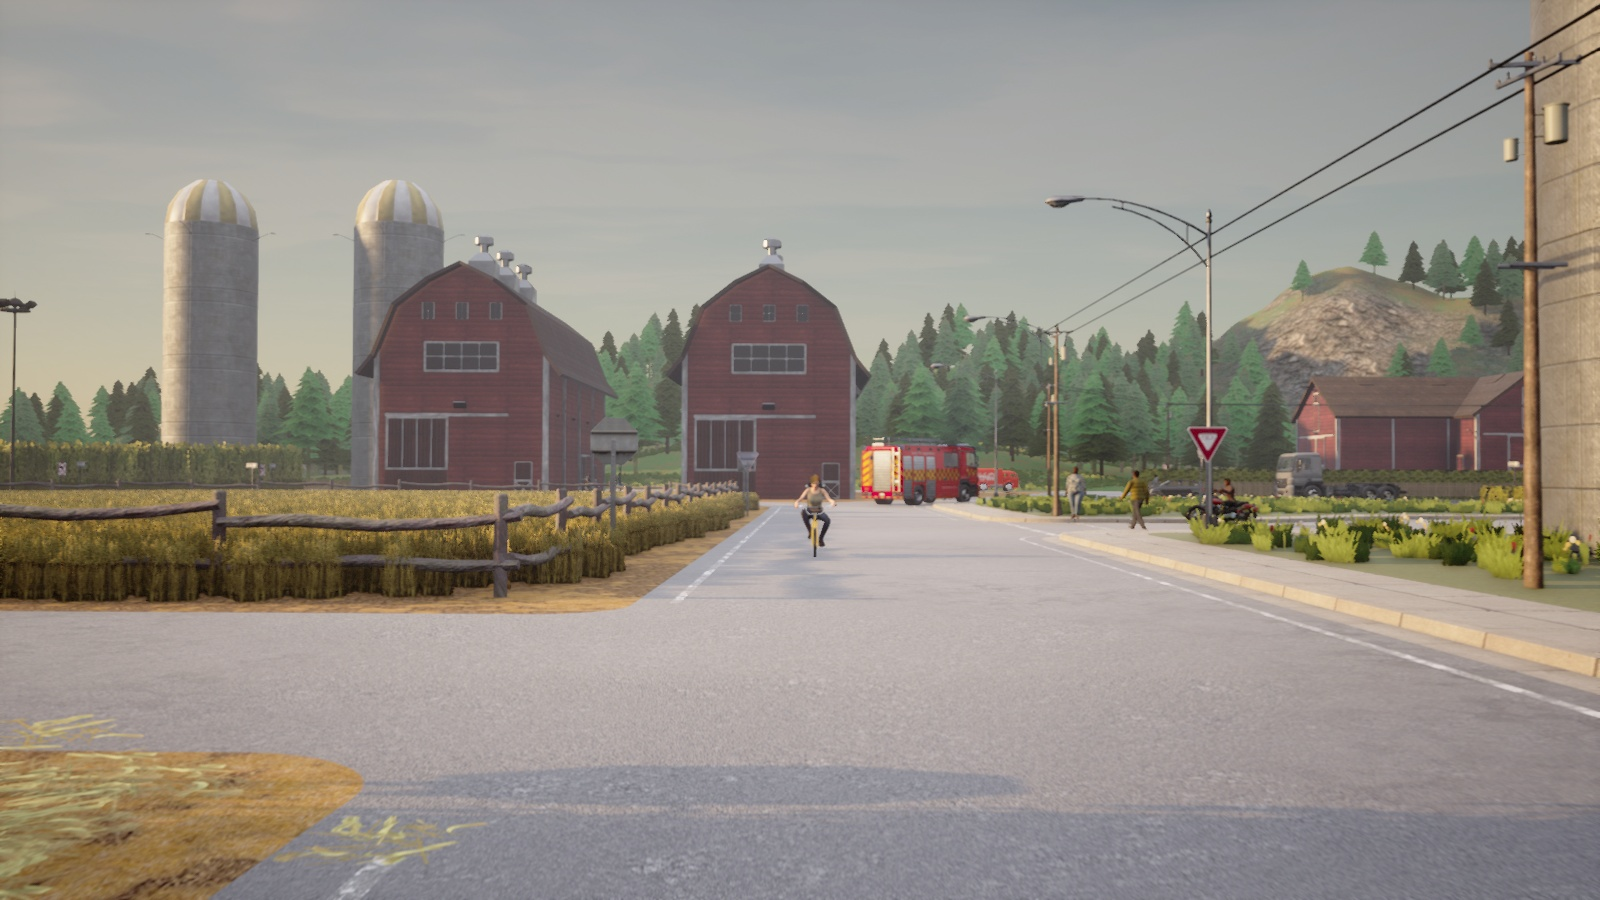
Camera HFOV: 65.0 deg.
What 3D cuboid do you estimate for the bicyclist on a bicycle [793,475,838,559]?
[{"bbox_3d":[0.303,1.301,24.876,0.866,1.612,1.509,0,-1,1],"label":"bicyclist on a bicycle"}]

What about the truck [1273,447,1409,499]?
[{"bbox_3d":[36.487,1.554,84.924,7.936,3.462,2.891,0,-1,1],"label":"truck"}]

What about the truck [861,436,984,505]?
[{"bbox_3d":[7.263,1.201,73.249,2.891,3.827,8.468,-1,-1,39],"label":"truck"}]

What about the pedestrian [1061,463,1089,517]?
[{"bbox_3d":[9.732,1.409,44.392,0.874,1.855,0.900,-1,-1,18],"label":"pedestrian"}]

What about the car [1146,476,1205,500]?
[{"bbox_3d":[25.552,2.571,85.503,3.705,1.549,1.789,0,-1,12],"label":"car"}]

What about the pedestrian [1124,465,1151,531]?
[{"bbox_3d":[9.603,1.358,35.772,0.431,1.840,0.709,0,-1,-14],"label":"pedestrian"}]

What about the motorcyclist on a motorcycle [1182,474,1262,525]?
[{"bbox_3d":[13.879,1.623,41.362,2.350,1.649,0.766,0,-1,0],"label":"motorcyclist on a motorcycle"}]
